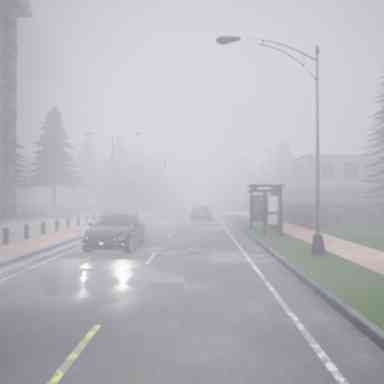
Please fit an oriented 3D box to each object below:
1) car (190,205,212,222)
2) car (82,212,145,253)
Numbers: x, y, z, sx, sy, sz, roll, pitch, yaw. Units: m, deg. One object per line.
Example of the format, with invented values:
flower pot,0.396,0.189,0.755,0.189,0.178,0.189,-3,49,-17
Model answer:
car,0.855,1.925,30.660,1.994,1.385,4.181,0,-1,1
car,-3.242,1.676,14.549,1.837,1.490,4.892,0,-1,2
